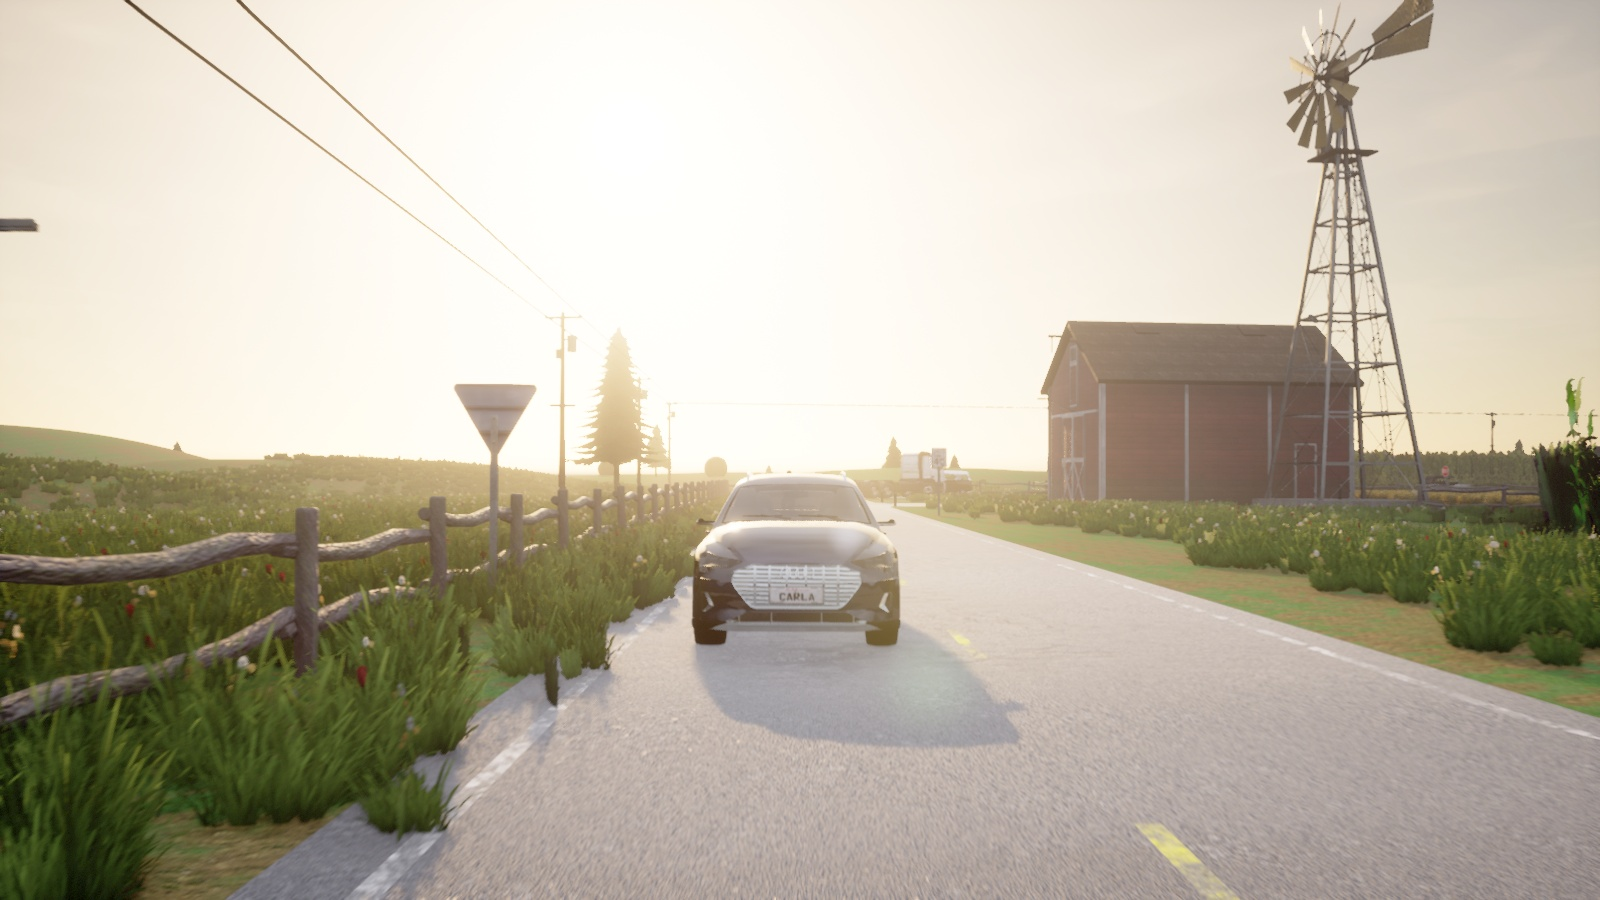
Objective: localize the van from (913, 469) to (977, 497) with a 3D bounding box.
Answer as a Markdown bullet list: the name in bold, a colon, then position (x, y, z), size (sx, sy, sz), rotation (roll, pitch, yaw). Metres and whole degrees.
- **van**: position (11.141, 2.523, 96.706), size (4.480, 2.038, 2.069), rotation (2, -2, -28)

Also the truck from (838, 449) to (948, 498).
- **truck**: position (6.887, 1.763, 92.118), size (7.936, 3.462, 2.891), rotation (1, -2, -33)

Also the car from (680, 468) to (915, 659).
- **car**: position (-0.032, 1.036, 13.326), size (2.033, 1.649, 4.856), rotation (0, -1, 0)
